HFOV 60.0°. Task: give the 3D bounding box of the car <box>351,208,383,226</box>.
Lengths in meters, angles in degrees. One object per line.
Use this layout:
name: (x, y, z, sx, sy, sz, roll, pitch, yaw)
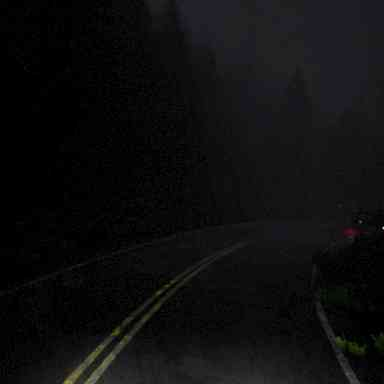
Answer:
car: (13.610, 1.969, 24.335, 4.902, 1.511, 2.128, 4, 2, -35)
